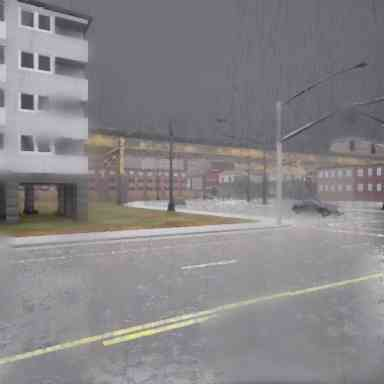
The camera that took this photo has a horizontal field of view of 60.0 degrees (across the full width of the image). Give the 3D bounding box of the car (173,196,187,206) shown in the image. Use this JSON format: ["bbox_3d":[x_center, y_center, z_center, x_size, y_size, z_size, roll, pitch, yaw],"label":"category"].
[{"bbox_3d":[-2.291,1.458,53.557,1.812,1.442,4.674,0,0,-16],"label":"car"}]

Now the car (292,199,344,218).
[{"bbox_3d":[11.466,1.436,30.551,2.128,1.511,4.902,0,0,-31],"label":"car"}]
